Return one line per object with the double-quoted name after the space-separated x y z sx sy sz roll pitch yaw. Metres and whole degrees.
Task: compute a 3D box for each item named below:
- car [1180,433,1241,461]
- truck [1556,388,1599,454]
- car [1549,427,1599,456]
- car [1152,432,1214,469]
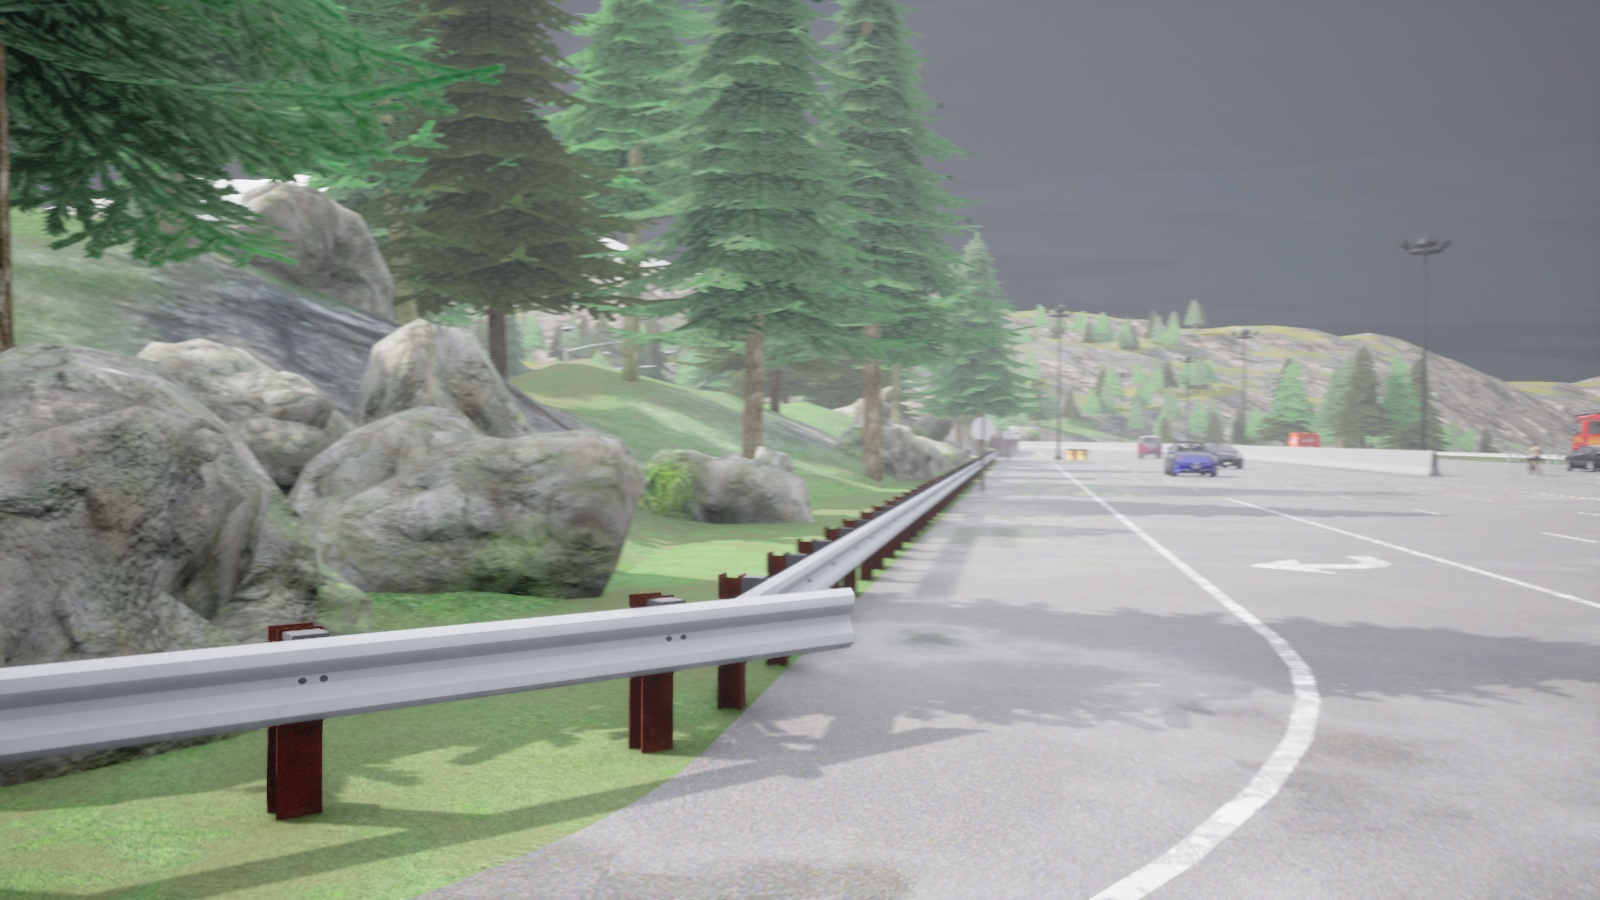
22.855 -0.195 70.144 2.163 1.488 4.792 -1 1 4 "car"
48.520 -1.735 74.948 2.891 3.827 8.468 -1 1 10 "truck"
44.273 -0.497 70.786 1.882 1.535 5.008 -1 1 10 "car"
16.744 -0.019 55.085 2.007 1.525 4.514 -1 1 10 "car"
